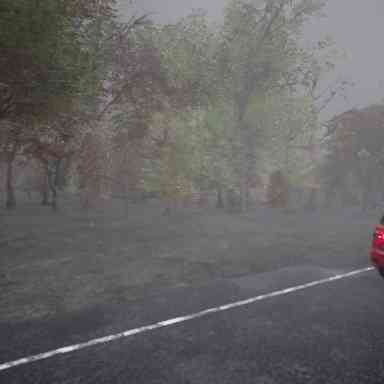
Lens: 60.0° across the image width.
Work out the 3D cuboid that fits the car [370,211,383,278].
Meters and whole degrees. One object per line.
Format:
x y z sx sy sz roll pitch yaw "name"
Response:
6.851 1.206 8.620 5.566 2.045 2.150 0 0 -35 "car"
